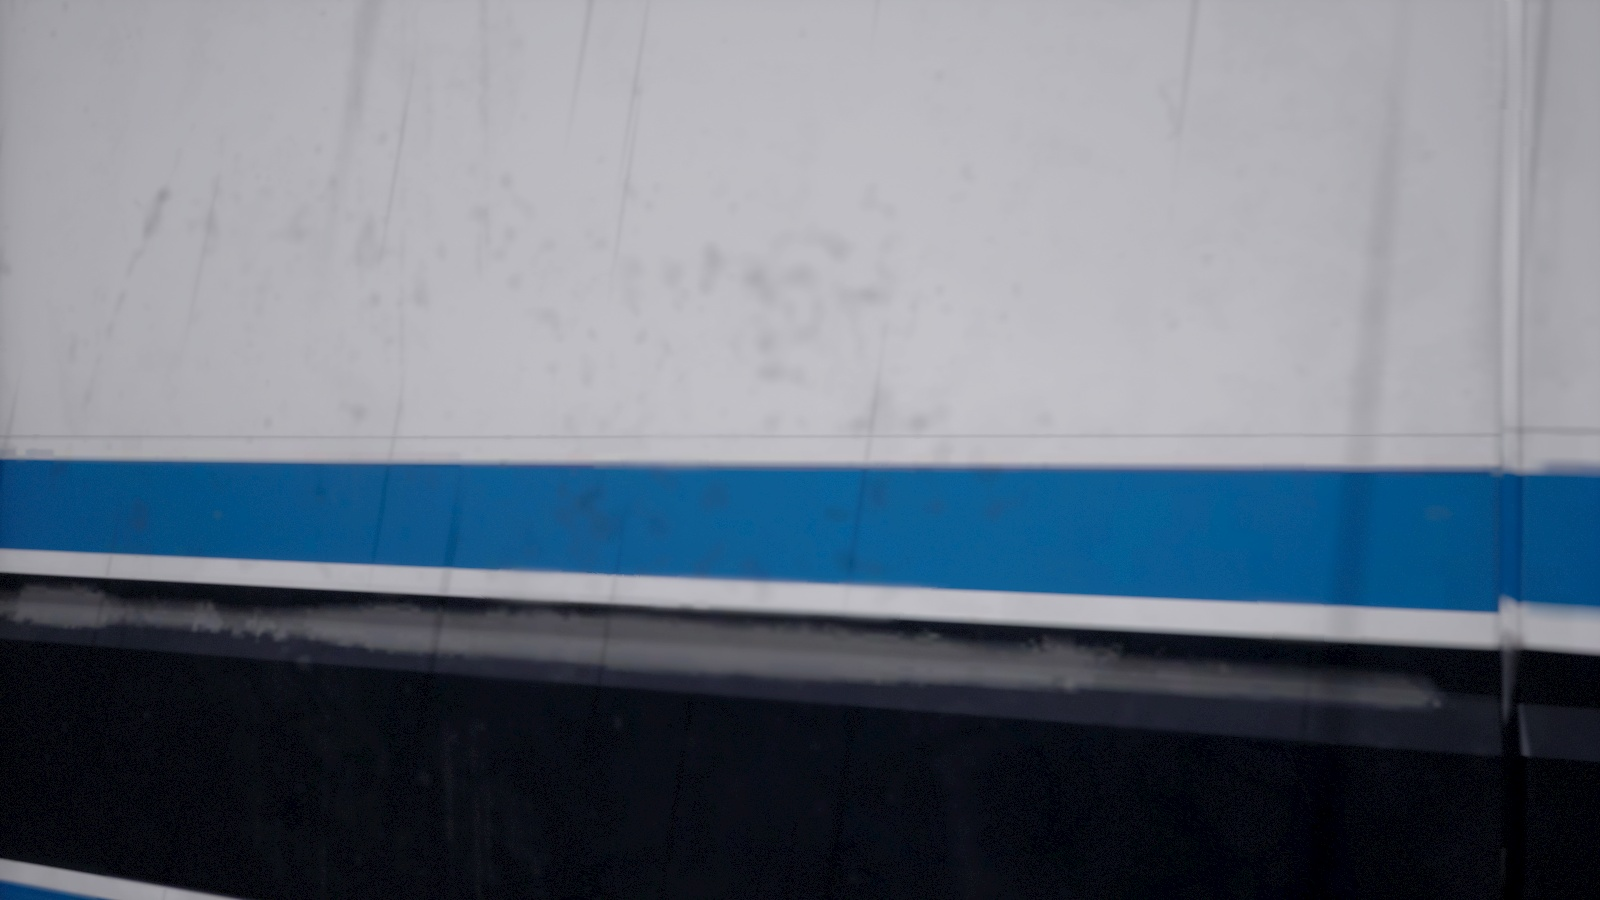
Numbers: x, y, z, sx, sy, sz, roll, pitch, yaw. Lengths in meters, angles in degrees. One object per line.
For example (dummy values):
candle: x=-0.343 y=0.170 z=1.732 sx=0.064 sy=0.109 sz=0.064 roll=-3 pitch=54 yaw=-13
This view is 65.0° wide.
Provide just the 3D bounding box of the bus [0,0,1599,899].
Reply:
bus: x=0.484 y=-0.592 z=2.947 sx=10.273 sy=4.253 sz=3.944 roll=1 pitch=1 yaw=21
